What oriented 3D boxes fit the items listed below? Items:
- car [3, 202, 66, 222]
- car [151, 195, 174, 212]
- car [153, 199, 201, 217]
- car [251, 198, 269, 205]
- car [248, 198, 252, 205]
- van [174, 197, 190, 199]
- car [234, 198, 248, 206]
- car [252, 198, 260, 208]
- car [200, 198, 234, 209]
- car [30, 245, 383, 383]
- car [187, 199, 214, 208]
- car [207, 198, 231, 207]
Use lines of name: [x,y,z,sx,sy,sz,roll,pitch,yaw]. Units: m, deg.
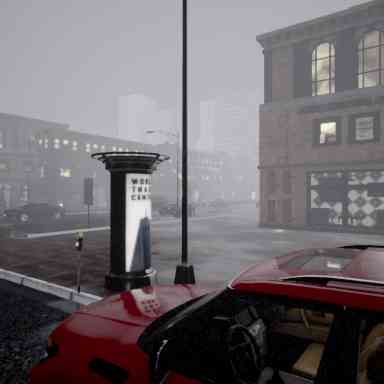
car: [-12.731,1.578,27.114,1.837,1.490,4.892,0,0,34]
car: [-4.965,1.353,37.935,2.150,2.045,5.566,0,0,36]
car: [-1.396,1.669,32.890,1.887,1.381,4.507,0,0,36]
car: [14.243,1.876,69.259,2.008,1.369,4.403,0,-1,36]
car: [11.029,1.845,64.763,2.008,1.369,4.403,0,-1,36]
van: [-1.828,1.518,46.784,1.690,1.788,3.998,0,0,36]
car: [7.815,1.815,60.268,2.008,1.369,4.403,0,-1,36]
car: [11.417,1.676,50.900,1.967,1.590,4.097,0,-1,36]
car: [3.757,1.700,50.060,2.128,1.511,4.902,0,0,36]
car: [1.033,1.315,2.138,5.009,1.841,2.192,0,0,36]
car: [1.386,1.756,51.278,2.008,1.369,4.403,0,0,36]
car: [4.501,1.759,55.635,1.752,1.417,4.829,0,-1,36]
